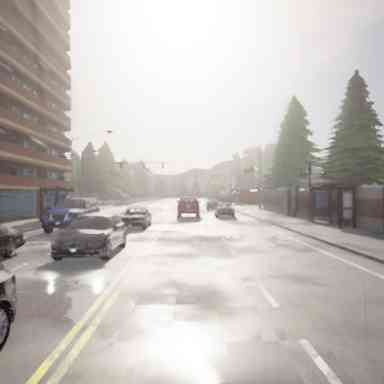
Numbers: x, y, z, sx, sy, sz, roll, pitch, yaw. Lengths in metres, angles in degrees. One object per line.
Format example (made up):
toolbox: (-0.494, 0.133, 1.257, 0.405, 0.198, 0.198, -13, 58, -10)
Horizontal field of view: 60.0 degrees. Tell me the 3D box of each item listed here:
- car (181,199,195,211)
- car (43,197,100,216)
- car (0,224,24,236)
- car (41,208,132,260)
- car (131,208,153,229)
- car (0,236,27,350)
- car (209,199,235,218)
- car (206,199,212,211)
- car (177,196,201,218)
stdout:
car: (-0.514, 1.768, 46.603, 1.882, 1.535, 5.008, 0, 0, 0)
car: (-7.336, 1.371, 20.888, 2.150, 2.045, 5.566, 0, 0, 0)
car: (-7.218, 1.630, 10.376, 2.033, 1.411, 5.357, 0, 0, -1)
car: (-3.746, 1.596, 12.831, 1.837, 1.490, 4.892, 0, 0, -1)
car: (-3.852, 1.755, 22.752, 1.895, 1.301, 4.718, 0, 0, 0)
car: (-3.632, 1.535, 3.328, 1.837, 1.490, 4.892, 0, 0, -1)
car: (3.161, 1.754, 33.083, 2.033, 1.411, 5.357, 0, 0, 0)
car: (2.974, 1.768, 46.962, 1.882, 1.535, 5.008, 0, -1, -2)
car: (-0.335, 1.437, 32.880, 2.150, 2.045, 5.566, 0, 0, 0)
